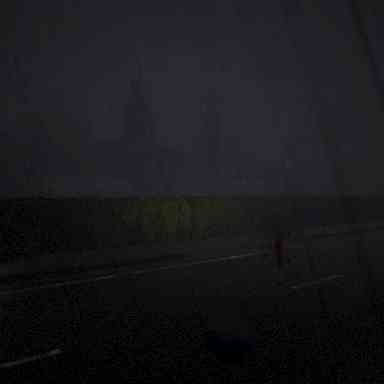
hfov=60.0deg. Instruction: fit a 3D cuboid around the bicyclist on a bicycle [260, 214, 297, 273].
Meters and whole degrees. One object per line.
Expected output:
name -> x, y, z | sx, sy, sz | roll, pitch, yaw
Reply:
bicyclist on a bicycle -> 2.464, 1.456, 9.629 | 0.582, 1.620, 1.656 | 0, -2, -24
